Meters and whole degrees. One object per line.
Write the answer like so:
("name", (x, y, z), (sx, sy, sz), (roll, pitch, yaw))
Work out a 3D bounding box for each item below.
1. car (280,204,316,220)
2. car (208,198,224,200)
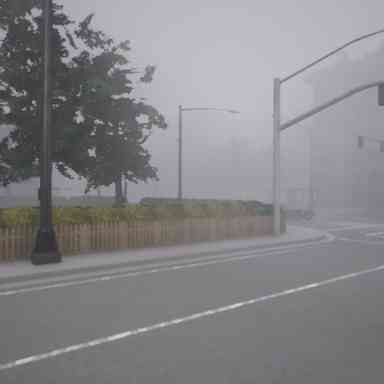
("car", (8.554, 1.754, 29.655), (1.895, 1.301, 4.718), (0, 0, -35))
("car", (2.911, 1.507, 37.766), (2.097, 1.767, 4.553), (0, 0, -35))
